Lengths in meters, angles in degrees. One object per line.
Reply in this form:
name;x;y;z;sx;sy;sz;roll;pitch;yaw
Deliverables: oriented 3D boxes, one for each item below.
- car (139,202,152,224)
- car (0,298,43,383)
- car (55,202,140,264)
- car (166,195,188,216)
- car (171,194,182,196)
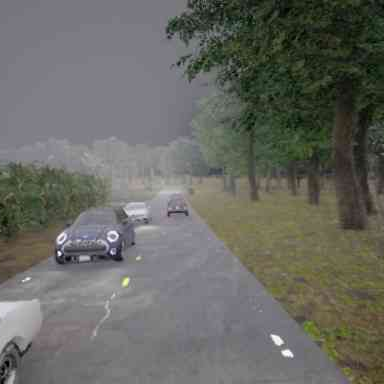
car;-3.944;1.467;23.957;1.812;1.442;4.674;-2;1;-3
car;-2.848;1.689;2.256;1.895;1.301;4.718;-2;0;-3
car;-3.363;1.400;12.276;2.097;1.767;4.553;-2;0;-3
car;-1.291;1.335;29.597;2.033;1.411;5.357;-2;1;-3
car;-1.915;1.014;41.438;2.097;1.767;4.553;-2;1;-3
